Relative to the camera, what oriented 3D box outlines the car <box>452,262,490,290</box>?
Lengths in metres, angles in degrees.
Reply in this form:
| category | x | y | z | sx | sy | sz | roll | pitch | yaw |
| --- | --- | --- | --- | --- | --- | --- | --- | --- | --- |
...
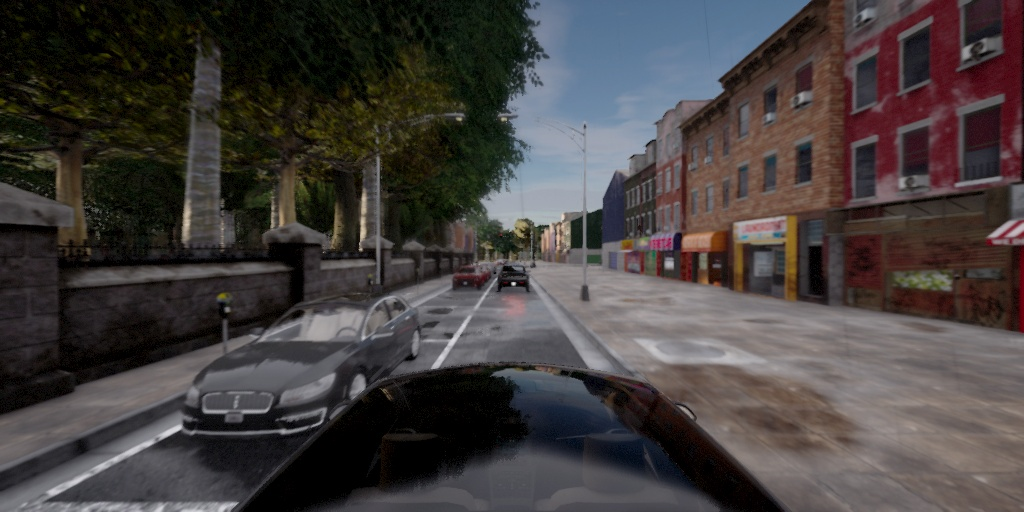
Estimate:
| category | x | y | z | sx | sy | sz | roll | pitch | yaw |
| --- | --- | --- | --- | --- | --- | --- | --- | --- | --- |
| car | -2.645 | 1.306 | 22.657 | 1.888 | 1.381 | 4.507 | 0 | 0 | 0 |

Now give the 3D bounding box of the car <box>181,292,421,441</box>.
| category | x | y | z | sx | sy | sz | roll | pitch | yaw |
| --- | --- | --- | --- | --- | --- | --- | --- | --- | --- |
| car | -2.639 | 1.300 | 5.592 | 2.007 | 1.370 | 4.403 | 0 | 0 | 0 |

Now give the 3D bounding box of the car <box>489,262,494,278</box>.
| category | x | y | z | sx | sy | sz | roll | pitch | yaw |
| --- | --- | --- | --- | --- | --- | --- | --- | --- | --- |
| car | -2.648 | 1.313 | 28.346 | 1.888 | 1.381 | 4.507 | 0 | 0 | 0 |

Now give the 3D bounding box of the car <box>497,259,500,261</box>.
| category | x | y | z | sx | sy | sz | roll | pitch | yaw |
| --- | --- | --- | --- | --- | --- | --- | --- | --- | --- |
| car | -2.652 | 1.355 | 39.723 | 1.948 | 1.339 | 4.313 | 0 | 0 | 0 |

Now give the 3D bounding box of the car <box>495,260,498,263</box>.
| category | x | y | z | sx | sy | sz | roll | pitch | yaw |
| --- | --- | --- | --- | --- | --- | --- | --- | --- | --- |
| car | -2.650 | 1.328 | 34.034 | 2.007 | 1.370 | 4.403 | 0 | 0 | 0 |

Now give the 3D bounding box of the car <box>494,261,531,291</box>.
| category | x | y | z | sx | sy | sz | roll | pitch | yaw |
| --- | --- | --- | --- | --- | --- | --- | --- | --- | --- |
| car | 0.091 | 1.264 | 21.795 | 1.837 | 1.490 | 4.892 | 0 | 0 | 0 |
